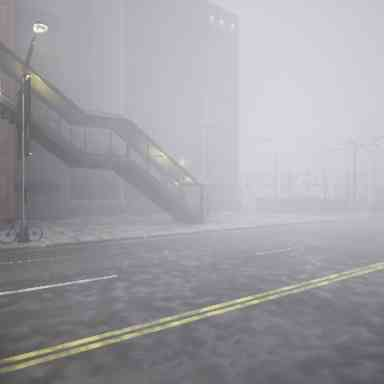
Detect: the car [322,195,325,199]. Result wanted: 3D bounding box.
[{"bbox_3d":[29.823,1.450,76.670,3.806,1.475,1.970,0,0,-36],"label":"car"}]
